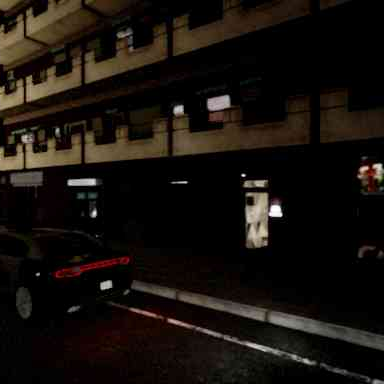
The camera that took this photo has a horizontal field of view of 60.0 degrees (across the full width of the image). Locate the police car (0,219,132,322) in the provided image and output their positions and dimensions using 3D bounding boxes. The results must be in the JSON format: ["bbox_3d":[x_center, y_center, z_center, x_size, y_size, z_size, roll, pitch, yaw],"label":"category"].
[{"bbox_3d":[-3.615,1.461,7.455,5.238,1.638,1.930,0,0,36],"label":"police car"}]
